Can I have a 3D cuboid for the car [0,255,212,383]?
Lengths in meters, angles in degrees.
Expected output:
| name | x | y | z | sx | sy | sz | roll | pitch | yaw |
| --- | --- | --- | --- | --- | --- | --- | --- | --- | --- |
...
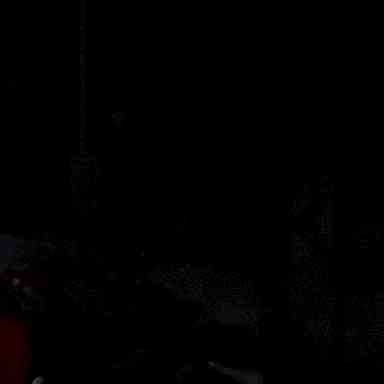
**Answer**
| name | x | y | z | sx | sy | sz | roll | pitch | yaw |
| --- | --- | --- | --- | --- | --- | --- | --- | --- | --- |
| car | -1.886 | 1.543 | 4.424 | 4.507 | 1.381 | 1.887 | 0 | 0 | 36 |
